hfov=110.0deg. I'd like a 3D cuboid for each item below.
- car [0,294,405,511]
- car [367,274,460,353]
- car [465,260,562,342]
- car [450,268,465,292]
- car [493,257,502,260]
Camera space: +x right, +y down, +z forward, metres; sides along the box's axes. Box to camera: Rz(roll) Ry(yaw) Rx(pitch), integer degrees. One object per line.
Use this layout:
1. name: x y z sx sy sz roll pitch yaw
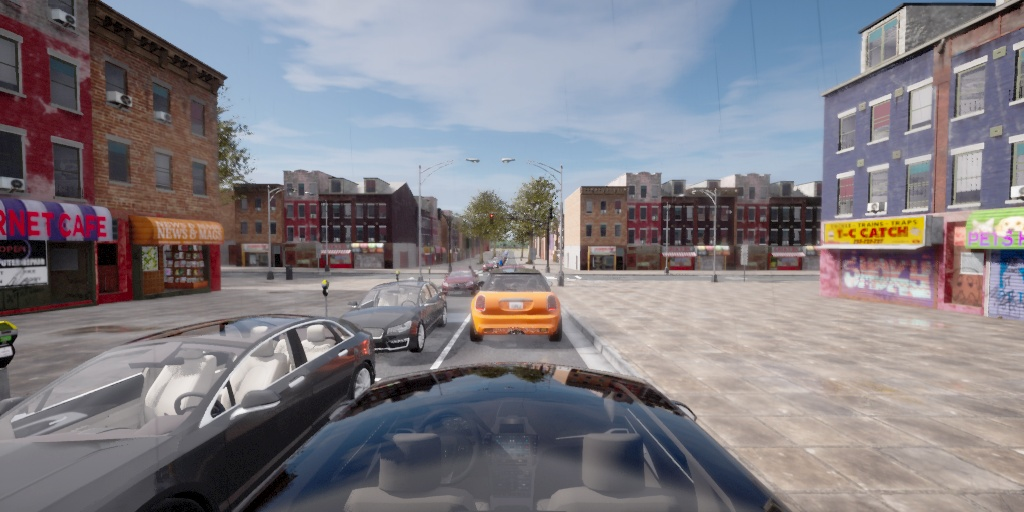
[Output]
1. car: -2.643 1.300 3.183 2.007 1.370 4.403 0 0 0
2. car: -2.652 1.299 8.632 2.007 1.370 4.403 0 0 0
3. car: 0.085 1.101 9.941 2.097 1.767 4.553 0 0 0
4. car: -2.671 1.337 19.526 1.802 1.307 4.207 0 0 0
5. car: -2.719 1.246 46.301 1.967 1.591 4.097 0 0 0
